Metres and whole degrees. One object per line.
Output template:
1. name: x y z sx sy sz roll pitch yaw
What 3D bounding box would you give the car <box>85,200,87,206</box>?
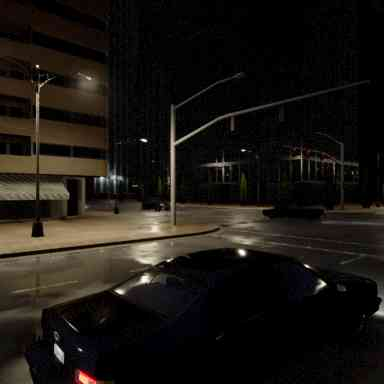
1. car: -19.616 1.407 56.353 2.097 1.767 4.553 0 0 -42

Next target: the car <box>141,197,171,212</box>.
1. car: -4.014 1.407 38.956 2.097 1.767 4.553 0 0 -42

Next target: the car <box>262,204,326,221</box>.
1. car: 8.208 1.625 26.954 4.718 1.301 1.895 -1 -1 36

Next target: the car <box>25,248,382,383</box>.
1. car: 0.696 1.547 4.703 5.357 1.411 2.033 0 0 -39
